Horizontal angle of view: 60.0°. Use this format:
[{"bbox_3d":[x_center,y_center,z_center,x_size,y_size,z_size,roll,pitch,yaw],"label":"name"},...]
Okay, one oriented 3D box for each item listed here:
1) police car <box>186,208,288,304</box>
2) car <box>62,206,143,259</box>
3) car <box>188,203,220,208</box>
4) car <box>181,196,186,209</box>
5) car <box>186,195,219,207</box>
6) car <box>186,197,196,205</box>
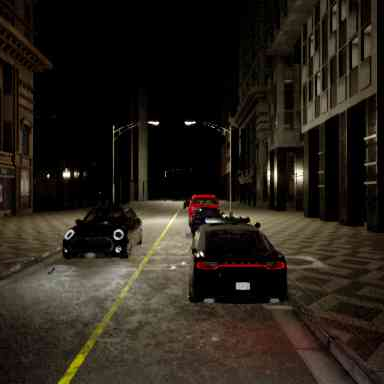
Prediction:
[{"bbox_3d":[0.877,1.429,8.357,1.930,1.638,5.238,0,0,0],"label":"police car"},{"bbox_3d":[-3.135,1.358,12.490,2.097,1.767,4.553,0,0,0],"label":"car"},{"bbox_3d":[0.849,1.537,18.248,1.812,1.442,4.674,0,0,0],"label":"car"},{"bbox_3d":[-0.099,1.412,46.054,2.097,1.767,4.553,0,0,0],"label":"car"},{"bbox_3d":[0.832,1.244,24.279,2.150,2.045,5.566,0,0,0],"label":"car"},{"bbox_3d":[-0.175,1.702,61.822,1.895,1.301,4.718,0,0,0],"label":"car"}]
